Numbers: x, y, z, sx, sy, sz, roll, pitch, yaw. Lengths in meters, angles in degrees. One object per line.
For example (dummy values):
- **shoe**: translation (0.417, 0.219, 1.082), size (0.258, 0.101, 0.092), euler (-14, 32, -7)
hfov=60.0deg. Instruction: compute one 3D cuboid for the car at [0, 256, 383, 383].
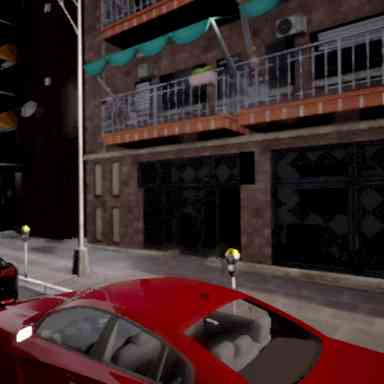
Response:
- **car**: translation (-0.502, 1.544, 3.251), size (4.507, 1.381, 1.887), euler (0, -1, 36)
